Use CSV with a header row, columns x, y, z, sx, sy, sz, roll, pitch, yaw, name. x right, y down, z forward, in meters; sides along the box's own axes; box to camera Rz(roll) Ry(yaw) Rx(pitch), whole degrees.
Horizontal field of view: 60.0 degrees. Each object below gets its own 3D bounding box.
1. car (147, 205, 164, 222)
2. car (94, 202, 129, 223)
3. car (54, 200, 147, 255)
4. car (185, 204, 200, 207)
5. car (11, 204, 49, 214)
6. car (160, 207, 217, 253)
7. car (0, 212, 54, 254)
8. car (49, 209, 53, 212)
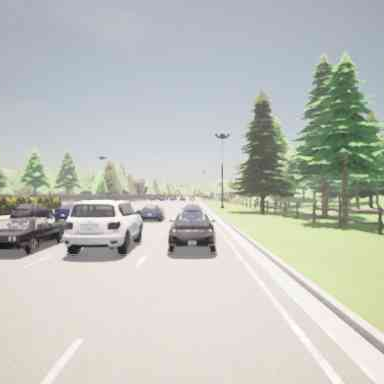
x,y,z,sx,sy,sz,roll,pitch,yaw,name
-3.476,1.838,29.300,1.994,1.385,4.181,0,0,0,car
-6.970,1.753,29.476,1.882,1.535,5.008,0,0,0,car
-3.489,1.348,14.026,2.150,2.045,5.566,0,0,0,car
0.029,1.801,29.380,1.812,1.442,4.674,0,0,0,car
-13.973,1.766,29.318,2.128,1.511,4.902,0,0,0,car
0.013,1.627,14.301,2.128,1.511,4.902,0,0,0,car
-6.988,1.733,14.114,1.895,1.301,4.718,0,0,0,car
-10.471,1.753,29.503,1.882,1.535,5.008,0,0,0,car
